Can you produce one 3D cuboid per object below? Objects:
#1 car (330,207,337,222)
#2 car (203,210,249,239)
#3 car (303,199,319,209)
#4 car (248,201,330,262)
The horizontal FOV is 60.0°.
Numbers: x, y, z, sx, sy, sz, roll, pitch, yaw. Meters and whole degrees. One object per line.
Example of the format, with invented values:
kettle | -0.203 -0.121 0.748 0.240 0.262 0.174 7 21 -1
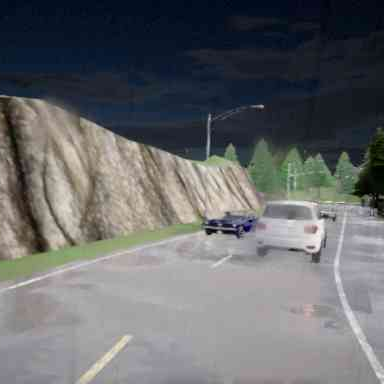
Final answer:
car | 12.996 2.087 32.314 1.895 1.301 4.718 2 0 25
car | 2.290 1.693 18.233 1.895 1.301 4.718 2 0 25
car | 19.810 1.938 55.171 2.033 1.411 5.357 2 0 25
car | 4.101 1.376 13.242 2.150 2.045 5.566 2 0 24
